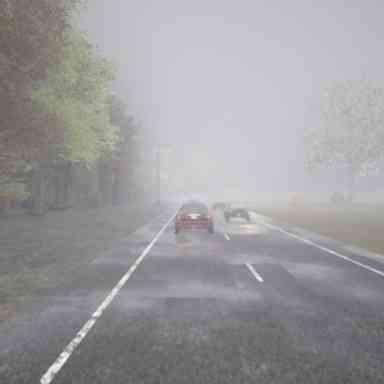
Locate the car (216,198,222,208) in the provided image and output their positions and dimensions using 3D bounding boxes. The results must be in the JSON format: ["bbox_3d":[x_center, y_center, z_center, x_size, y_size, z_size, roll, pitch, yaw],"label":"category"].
[{"bbox_3d":[3.567,1.554,42.890,1.812,1.442,4.674,0,0,0],"label":"car"}]

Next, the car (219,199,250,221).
[{"bbox_3d":[3.515,1.545,27.007,1.812,1.442,4.674,0,0,1],"label":"car"}]

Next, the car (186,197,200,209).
[{"bbox_3d":[0.104,1.508,47.109,1.882,1.535,5.008,0,0,0],"label":"car"}]

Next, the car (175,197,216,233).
[{"bbox_3d":[0.102,1.367,19.845,2.097,1.767,4.553,0,0,0],"label":"car"}]
